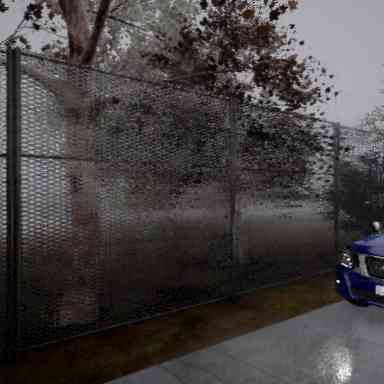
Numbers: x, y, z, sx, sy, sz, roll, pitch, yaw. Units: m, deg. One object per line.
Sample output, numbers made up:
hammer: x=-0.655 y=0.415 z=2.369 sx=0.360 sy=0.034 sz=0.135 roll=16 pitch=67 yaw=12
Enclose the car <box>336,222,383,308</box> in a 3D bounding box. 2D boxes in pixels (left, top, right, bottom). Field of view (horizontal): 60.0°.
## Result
car: x=5.301 y=1.218 z=6.835 sx=5.566 sy=2.045 sz=2.150 roll=0 pitch=0 yaw=-35
